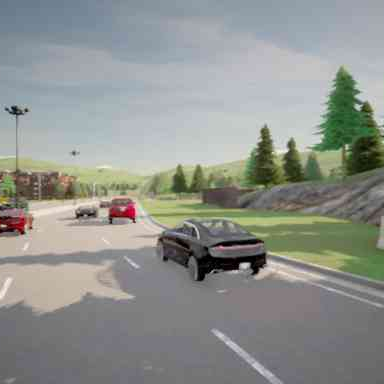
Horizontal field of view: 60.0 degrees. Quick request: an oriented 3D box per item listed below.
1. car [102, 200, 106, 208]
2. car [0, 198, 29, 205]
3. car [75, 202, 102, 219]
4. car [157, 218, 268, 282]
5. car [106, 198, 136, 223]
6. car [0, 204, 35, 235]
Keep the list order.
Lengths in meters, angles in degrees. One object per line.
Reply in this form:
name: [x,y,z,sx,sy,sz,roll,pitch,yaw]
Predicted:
car: [-15.021,2.161,58.018,1.994,1.385,4.181,-1,0,-10]
car: [-24.859,1.874,47.039,2.150,2.045,5.566,-1,-1,-10]
car: [-10.634,1.975,34.090,1.895,1.301,4.718,-1,0,-11]
car: [0.338,1.558,10.122,2.128,1.511,4.902,-1,0,-22]
car: [-5.974,1.497,28.499,2.150,2.045,5.566,-1,0,-12]
car: [-11.125,1.767,20.742,1.882,1.535,5.008,-1,0,-17]
